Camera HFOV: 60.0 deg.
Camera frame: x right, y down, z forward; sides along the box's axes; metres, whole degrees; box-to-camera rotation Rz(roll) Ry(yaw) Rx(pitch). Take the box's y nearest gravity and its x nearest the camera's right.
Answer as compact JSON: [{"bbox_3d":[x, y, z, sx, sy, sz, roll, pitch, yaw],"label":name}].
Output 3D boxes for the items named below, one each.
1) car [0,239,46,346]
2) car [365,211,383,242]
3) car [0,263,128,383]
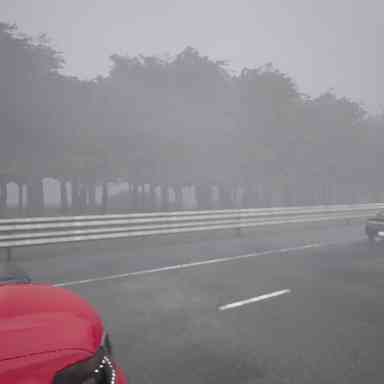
[{"bbox_3d":[-4.770,1.601,4.646,4.718,1.301,1.895,0,0,-35],"label":"car"},{"bbox_3d":[9.726,1.486,14.980,4.902,1.511,2.128,0,0,-35],"label":"car"},{"bbox_3d":[-3.070,1.221,1.545,5.566,2.045,2.150,0,0,-36],"label":"car"}]
